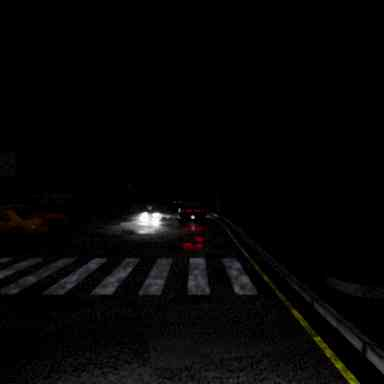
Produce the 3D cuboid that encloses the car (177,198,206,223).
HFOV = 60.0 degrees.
[{"bbox_3d":[-0.038,1.391,24.548,1.837,1.490,4.892,0,1,-2],"label":"car"}]

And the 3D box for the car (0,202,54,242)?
[{"bbox_3d":[-9.377,1.482,15.137,5.366,1.575,1.946,-1,0,-20],"label":"car"}]

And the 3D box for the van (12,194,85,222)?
[{"bbox_3d":[-9.372,1.190,21.149,4.442,1.987,1.878,-1,1,-21],"label":"van"}]

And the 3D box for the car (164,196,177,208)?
[{"bbox_3d":[-2.809,1.218,41.517,2.033,1.411,5.357,0,1,-19],"label":"car"}]

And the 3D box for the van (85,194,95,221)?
[{"bbox_3d":[-9.402,1.151,24.150,4.442,1.987,1.878,-1,1,-21],"label":"van"}]

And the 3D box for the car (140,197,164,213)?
[{"bbox_3d":[-4.267,1.254,33.998,2.128,1.511,4.902,0,1,-7],"label":"car"}]

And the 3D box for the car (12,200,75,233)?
[{"bbox_3d":[-9.238,1.451,18.205,5.008,1.535,2.097,-1,0,-20],"label":"car"}]
